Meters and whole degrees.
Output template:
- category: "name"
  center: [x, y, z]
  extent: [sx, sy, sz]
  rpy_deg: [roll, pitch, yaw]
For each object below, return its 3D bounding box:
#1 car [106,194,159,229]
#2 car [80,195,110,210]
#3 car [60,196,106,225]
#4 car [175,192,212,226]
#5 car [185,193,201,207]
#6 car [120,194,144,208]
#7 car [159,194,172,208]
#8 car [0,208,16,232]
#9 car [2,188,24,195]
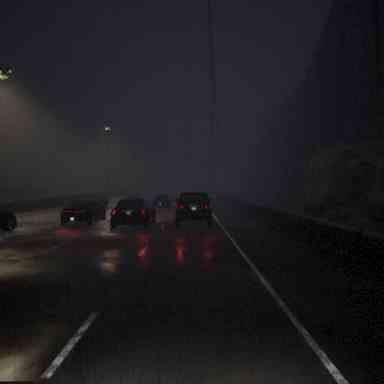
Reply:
- category: "car"
  center: [-3.395, 1.125, 19.927]
  extent: [2.097, 1.767, 4.553]
  rpy_deg: [0, 1, 0]
- category: "car"
  center: [-10.393, 1.085, 36.126]
  extent: [1.895, 1.301, 4.718]
  rpy_deg: [0, 1, 0]
- category: "car"
  center: [-6.895, 1.254, 21.550]
  extent: [1.837, 1.490, 4.892]
  rpy_deg: [0, 1, 0]
- category: "car"
  center: [0.104, 0.976, 21.161]
  extent: [2.150, 2.045, 5.566]
  rpy_deg: [0, 1, 0]
- category: "car"
  center: [0.108, 0.890, 39.508]
  extent: [1.882, 1.535, 5.008]
  rpy_deg: [0, 1, 0]
- category: "car"
  center: [-6.892, 1.001, 38.338]
  extent: [1.994, 1.385, 4.181]
  rpy_deg: [0, 1, 0]
- category: "car"
  center: [-3.392, 0.952, 37.864]
  extent: [1.837, 1.490, 4.892]
  rpy_deg: [0, 1, 0]
- category: "car"
  center: [-10.396, 1.184, 15.817]
  extent: [2.097, 1.767, 4.553]
  rpy_deg: [0, 1, 0]
- category: "car"
  center: [-31.488, 0.001, 58.527]
  extent: [2.097, 1.767, 4.553]
  rpy_deg: [0, 2, 0]
